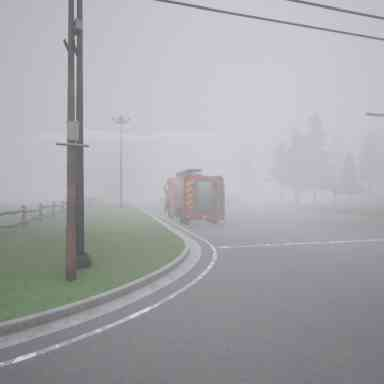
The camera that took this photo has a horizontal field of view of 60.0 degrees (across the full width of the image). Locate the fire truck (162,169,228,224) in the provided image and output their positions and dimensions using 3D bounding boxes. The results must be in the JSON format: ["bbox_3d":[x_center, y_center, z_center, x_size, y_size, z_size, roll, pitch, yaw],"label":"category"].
[{"bbox_3d":[-0.079,0.342,26.215,2.891,3.827,8.468,0,0,-13],"label":"fire truck"}]

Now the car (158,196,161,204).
[{"bbox_3d":[-5.650,1.478,65.818,1.882,1.535,5.008,0,0,-13],"label":"car"}]

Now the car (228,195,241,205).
[{"bbox_3d":[6.901,1.352,58.145,2.097,1.767,4.553,0,0,-13],"label":"car"}]
